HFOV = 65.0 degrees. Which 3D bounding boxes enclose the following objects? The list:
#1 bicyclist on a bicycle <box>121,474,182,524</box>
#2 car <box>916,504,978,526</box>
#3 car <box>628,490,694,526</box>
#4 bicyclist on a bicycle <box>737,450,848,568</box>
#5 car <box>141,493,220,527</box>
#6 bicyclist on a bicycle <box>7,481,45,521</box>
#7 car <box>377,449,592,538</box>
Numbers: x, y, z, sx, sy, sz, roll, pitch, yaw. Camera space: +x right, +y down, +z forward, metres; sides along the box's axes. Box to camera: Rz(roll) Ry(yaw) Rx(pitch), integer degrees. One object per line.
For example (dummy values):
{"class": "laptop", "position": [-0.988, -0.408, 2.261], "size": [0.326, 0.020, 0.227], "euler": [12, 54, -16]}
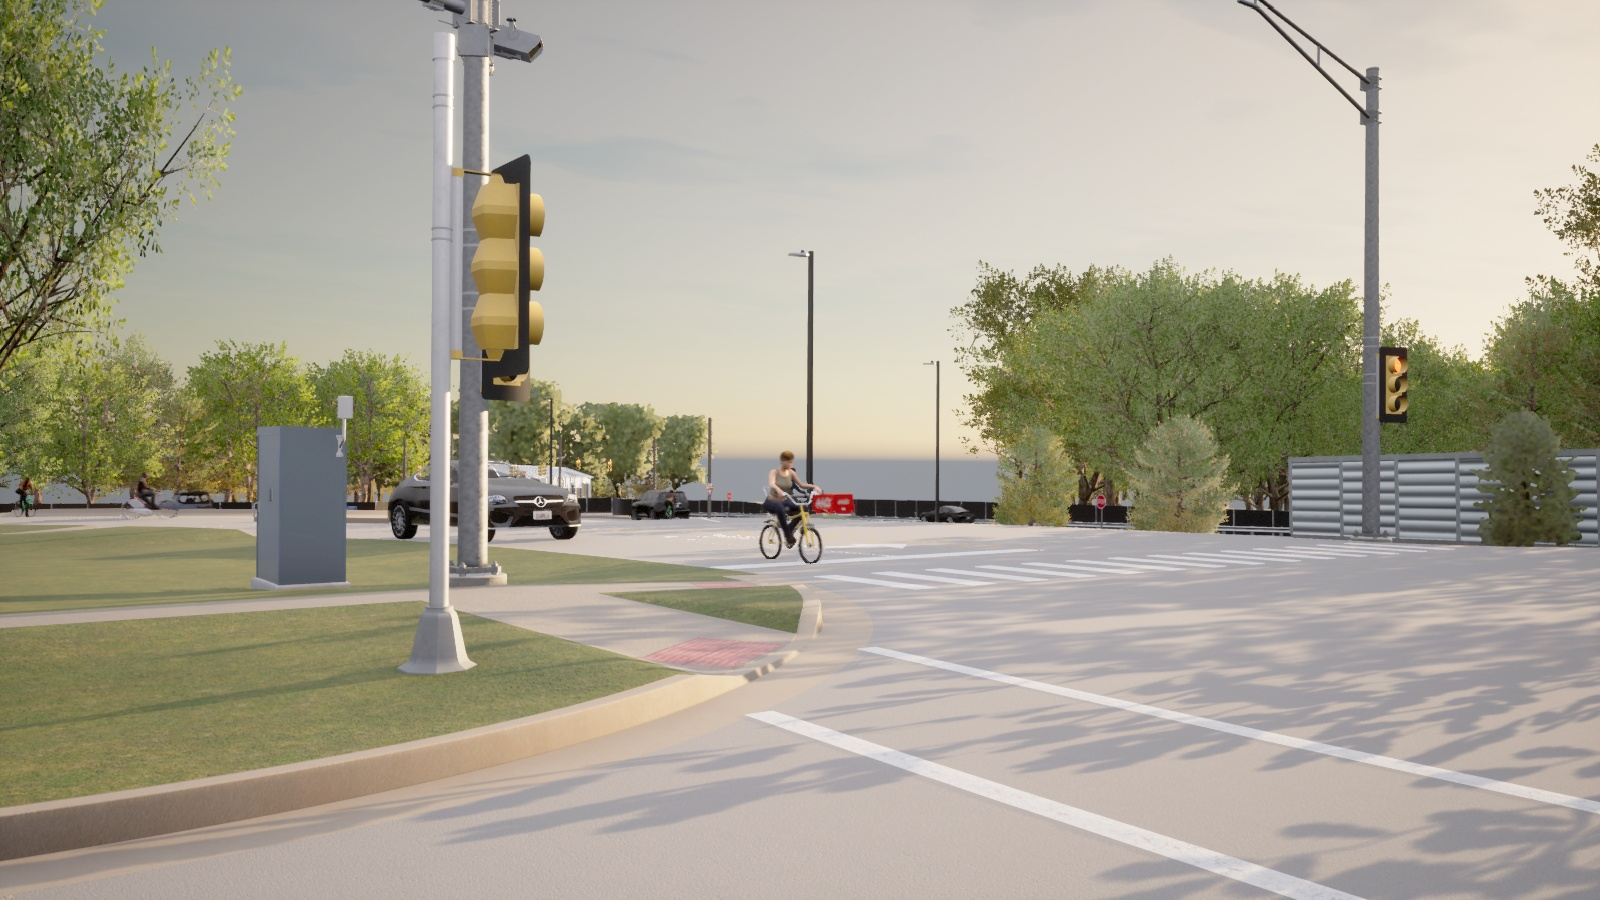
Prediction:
{"class": "bicyclist on a bicycle", "position": [-23.513, 1.770, 45.556], "size": [1.843, 1.776, 0.659], "euler": [0, -1, -17]}
{"class": "car", "position": [11.270, 4.976, 96.422], "size": [1.882, 1.535, 5.008], "euler": [0, -2, -34]}
{"class": "car", "position": [-8.479, 3.475, 76.131], "size": [2.150, 2.045, 5.566], "euler": [0, -2, -27]}
{"class": "bicyclist on a bicycle", "position": [-0.118, 0.815, 18.129], "size": [0.866, 1.612, 1.509], "euler": [0, 0, -38]}
{"class": "car", "position": [-37.618, 3.627, 76.251], "size": [3.866, 1.878, 1.905], "euler": [1, -6, -44]}
{"class": "bicyclist on a bicycle", "position": [-31.234, 2.057, 50.662], "size": [1.656, 1.620, 0.582], "euler": [-2, -2, 31]}
{"class": "car", "position": [-6.566, 0.886, 25.739], "size": [2.152, 1.651, 5.027], "euler": [0, -2, -42]}
